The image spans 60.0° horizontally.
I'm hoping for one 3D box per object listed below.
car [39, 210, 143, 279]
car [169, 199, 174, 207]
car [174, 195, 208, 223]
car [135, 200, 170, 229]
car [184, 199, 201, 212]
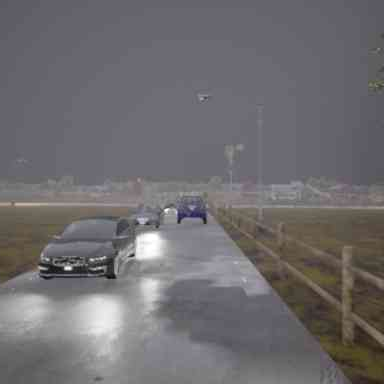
[{"bbox_3d":[-2.844,1.499,10.066,1.837,1.490,4.892,0,0,0],"label":"car"},{"bbox_3d":[-2.754,1.651,47.494,1.994,1.385,4.181,0,0,0],"label":"car"},{"bbox_3d":[0.025,1.228,25.400,2.150,2.045,5.566,0,0,0],"label":"car"},{"bbox_3d":[-2.809,1.488,21.457,2.128,1.511,4.902,0,0,0],"label":"car"},{"bbox_3d":[0.062,1.615,40.211,1.994,1.385,4.181,0,0,0],"label":"car"}]
